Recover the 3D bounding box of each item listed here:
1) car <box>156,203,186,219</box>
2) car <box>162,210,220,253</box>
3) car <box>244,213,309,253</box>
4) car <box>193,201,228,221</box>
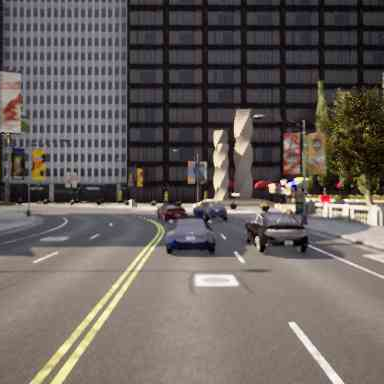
[{"bbox_3d":[-1.950,1.755,29.776,1.882,1.535,5.008,0,0,-17],"label":"car"},{"bbox_3d":[-0.054,1.698,14.302,1.994,1.385,4.181,0,0,0],"label":"car"},{"bbox_3d":[3.448,1.626,14.299,2.128,1.511,4.902,0,0,0],"label":"car"},{"bbox_3d":[1.528,1.634,30.412,2.097,1.767,4.553,0,-1,-17],"label":"car"}]
